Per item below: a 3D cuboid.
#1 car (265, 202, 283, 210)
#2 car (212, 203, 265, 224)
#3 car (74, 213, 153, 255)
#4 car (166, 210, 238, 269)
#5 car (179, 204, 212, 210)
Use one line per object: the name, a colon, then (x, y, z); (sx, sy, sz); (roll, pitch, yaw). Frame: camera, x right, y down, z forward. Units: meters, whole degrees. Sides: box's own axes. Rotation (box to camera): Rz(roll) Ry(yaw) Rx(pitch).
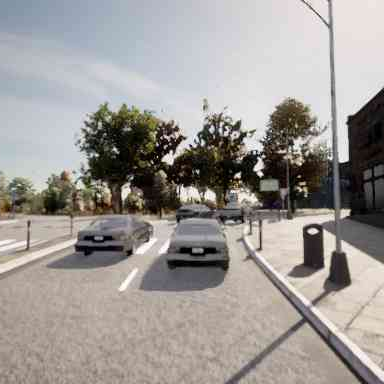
car: (19.000, 3.534, 79.786); (5.566, 2.045, 2.150); (-4, -6, 41)
car: (3.712, 1.638, 25.699); (2.128, 1.511, 4.902); (-2, -4, 27)
car: (-2.875, 1.560, 13.347); (2.033, 1.411, 5.357); (0, 0, 4)
car: (0.240, 1.550, 11.091); (2.033, 1.411, 5.357); (0, 0, 2)
car: (0.426, 1.730, 26.573); (1.837, 1.490, 4.892); (-2, -3, 26)
